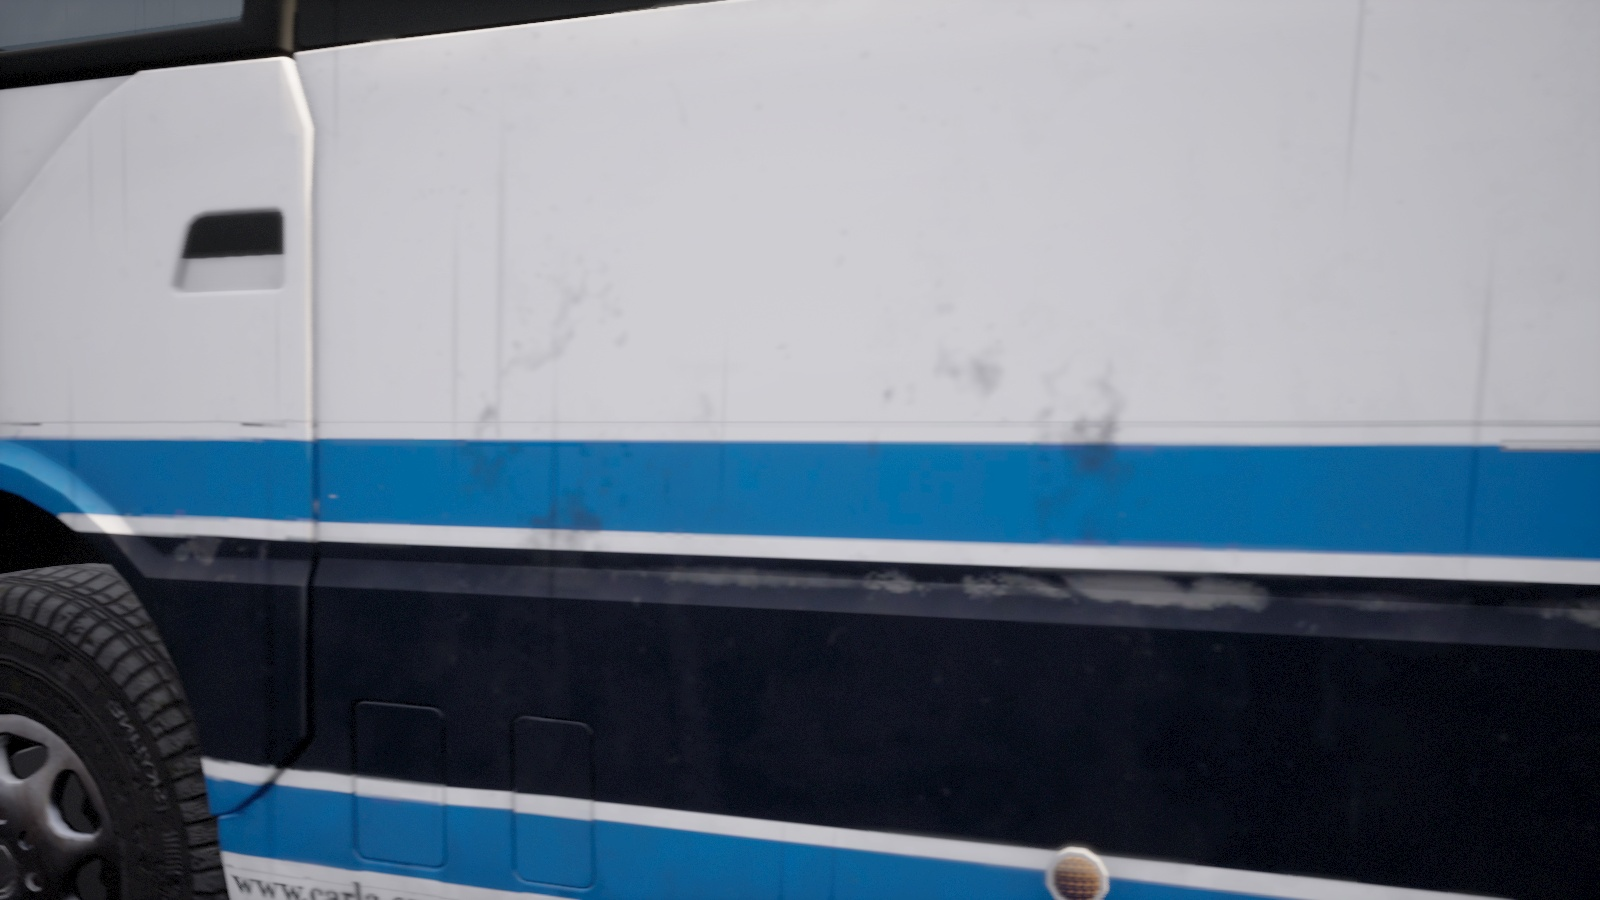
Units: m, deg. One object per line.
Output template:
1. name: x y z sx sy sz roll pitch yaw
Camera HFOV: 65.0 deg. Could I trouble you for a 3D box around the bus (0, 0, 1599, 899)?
1. bus: 1.459 -0.596 3.210 10.273 4.253 3.944 1 1 19
